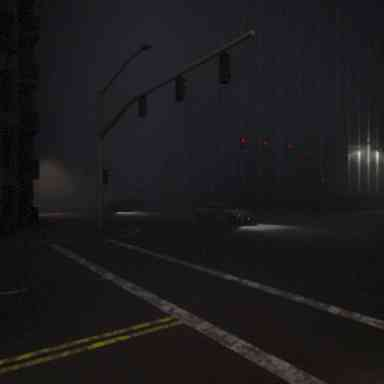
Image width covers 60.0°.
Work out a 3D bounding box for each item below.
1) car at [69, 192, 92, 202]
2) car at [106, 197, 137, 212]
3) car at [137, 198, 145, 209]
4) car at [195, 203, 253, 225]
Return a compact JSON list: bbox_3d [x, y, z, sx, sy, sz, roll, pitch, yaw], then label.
[{"bbox_3d":[-17.111,0.829,50.738,2.150,2.045,5.566,0,0,-35],"label":"car"},{"bbox_3d":[-8.346,1.553,38.080,1.994,1.385,4.181,0,0,-35],"label":"car"},{"bbox_3d":[-7.942,1.464,43.930,1.882,1.535,5.008,0,0,-35],"label":"car"},{"bbox_3d":[2.203,1.515,23.976,1.812,1.442,4.674,0,0,-43],"label":"car"}]
